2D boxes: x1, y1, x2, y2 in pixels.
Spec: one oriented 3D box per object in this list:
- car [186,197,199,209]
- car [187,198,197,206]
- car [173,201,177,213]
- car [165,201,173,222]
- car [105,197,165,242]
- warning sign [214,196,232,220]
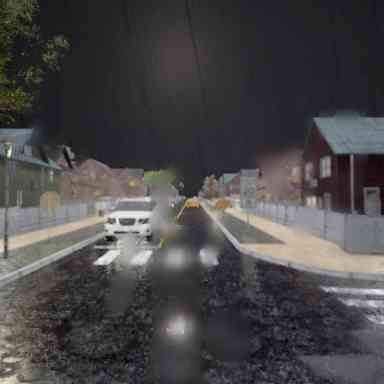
[{"bbox_3d":[0.093,1.745,50.404,1.882,1.535,5.008,0,0,0],"label":"car"},{"bbox_3d":[0.087,1.857,63.404,1.837,1.490,4.892,0,0,0],"label":"car"},{"bbox_3d":[-2.844,1.751,40.252,2.033,1.411,5.357,0,0,0],"label":"car"},{"bbox_3d":[-2.853,1.640,27.904,1.837,1.490,4.892,0,0,0],"label":"car"},{"bbox_3d":[-2.850,1.305,17.258,2.150,2.045,5.566,0,0,0],"label":"car"},{"bbox_3d":[2.488,1.246,26.710,1.300,1.860,1.060,-2,-2,0],"label":"warning sign"}]
